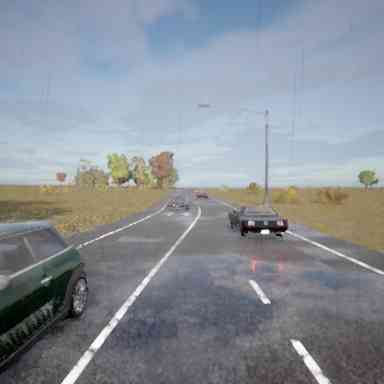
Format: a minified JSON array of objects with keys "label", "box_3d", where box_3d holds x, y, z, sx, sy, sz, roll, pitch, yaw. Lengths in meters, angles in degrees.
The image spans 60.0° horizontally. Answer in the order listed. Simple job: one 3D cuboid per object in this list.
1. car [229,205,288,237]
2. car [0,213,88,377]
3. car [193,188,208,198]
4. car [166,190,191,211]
[{"label":"car","box_3d":[2.926,1.283,15.781,1.895,1.301,4.718,0,1,-2]},{"label":"car","box_3d":[-3.011,1.263,4.058,2.097,1.767,4.553,0,1,4]},{"label":"car","box_3d":[1.728,0.361,58.886,2.033,1.411,5.357,0,1,-2]},{"label":"car","box_3d":[-1.176,0.898,30.039,1.837,1.490,4.892,1,1,1]}]
